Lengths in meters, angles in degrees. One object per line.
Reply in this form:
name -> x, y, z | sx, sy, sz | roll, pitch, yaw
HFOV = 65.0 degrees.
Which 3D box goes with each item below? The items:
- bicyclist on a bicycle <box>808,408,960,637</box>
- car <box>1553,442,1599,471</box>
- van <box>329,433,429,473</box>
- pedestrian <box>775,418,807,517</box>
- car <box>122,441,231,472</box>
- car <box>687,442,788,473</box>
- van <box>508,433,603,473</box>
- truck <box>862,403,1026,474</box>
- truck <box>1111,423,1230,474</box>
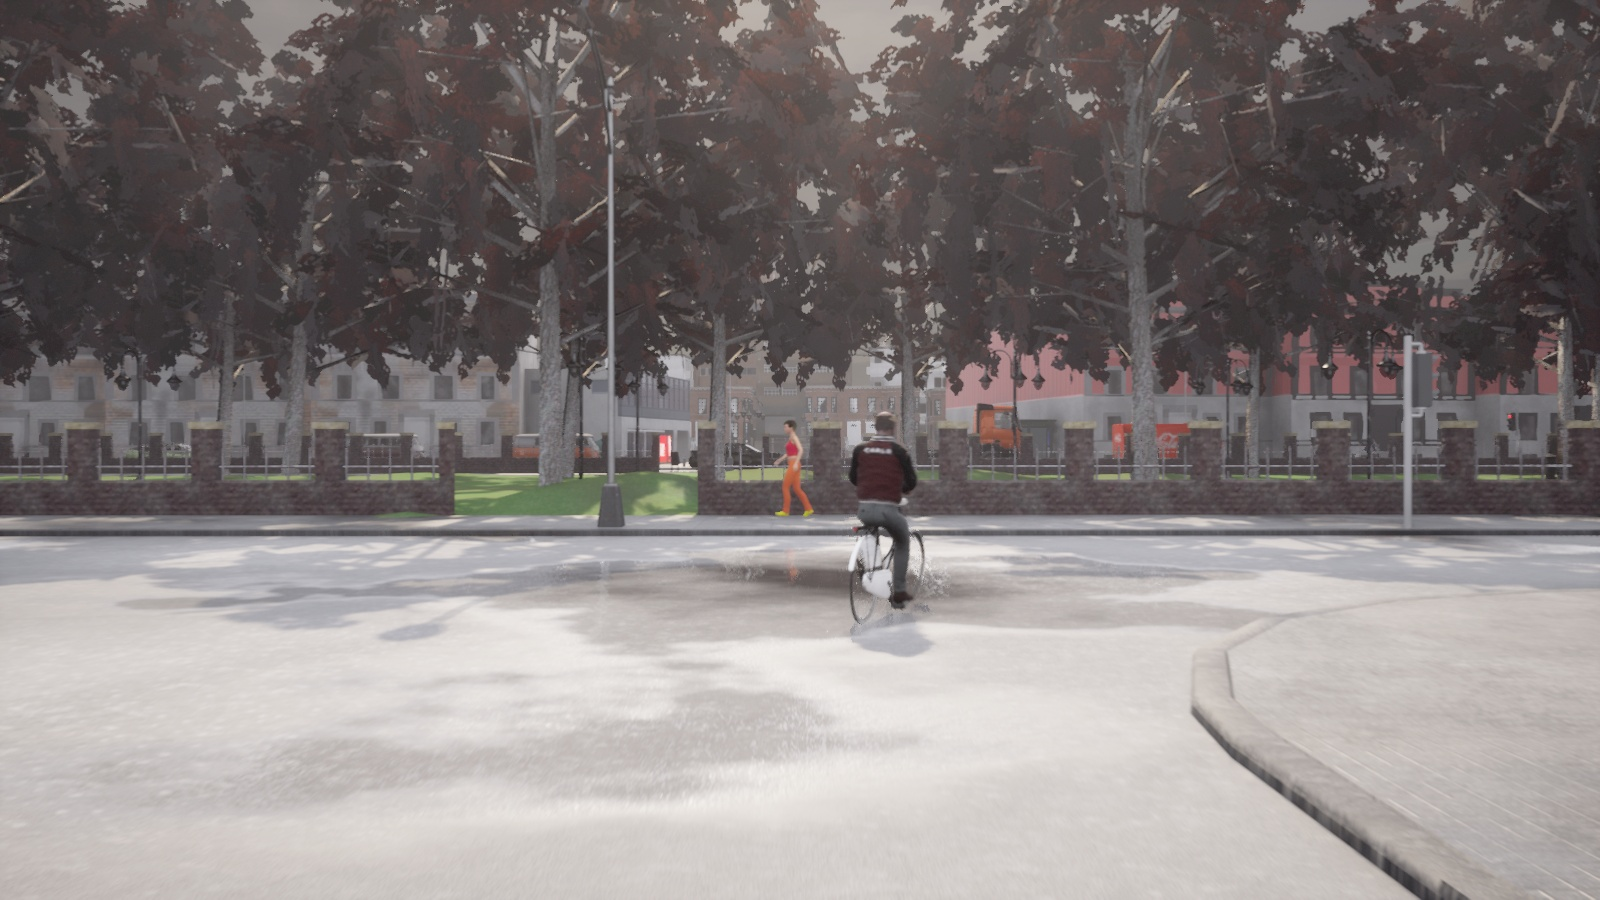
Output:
bicyclist on a bicycle -> 0.764, 0.557, 10.790 | 0.659, 1.776, 1.843 | 3, 2, 23
car -> 42.832, 0.363, 66.443 | 4.902, 1.511, 2.128 | 0, 0, 25
van -> -21.187, 0.126, 63.355 | 4.442, 1.987, 1.775 | 0, 0, 0
pedestrian -> -0.159, 0.325, 23.332 | 0.594, 1.836, 0.345 | 0, 0, 0
car -> -31.440, 0.310, 63.390 | 4.514, 1.525, 2.007 | 0, 0, 0
car -> -3.118, 0.365, 63.281 | 5.008, 1.535, 1.882 | 0, 0, 0
van -> -12.298, 0.132, 63.322 | 4.442, 1.987, 1.775 | 0, 0, 0
truck -> 7.153, -0.586, 63.227 | 7.936, 3.462, 2.891 | 0, 0, 0
truck -> 18.562, -0.081, 63.176 | 5.204, 2.467, 2.627 | 0, 0, 0
